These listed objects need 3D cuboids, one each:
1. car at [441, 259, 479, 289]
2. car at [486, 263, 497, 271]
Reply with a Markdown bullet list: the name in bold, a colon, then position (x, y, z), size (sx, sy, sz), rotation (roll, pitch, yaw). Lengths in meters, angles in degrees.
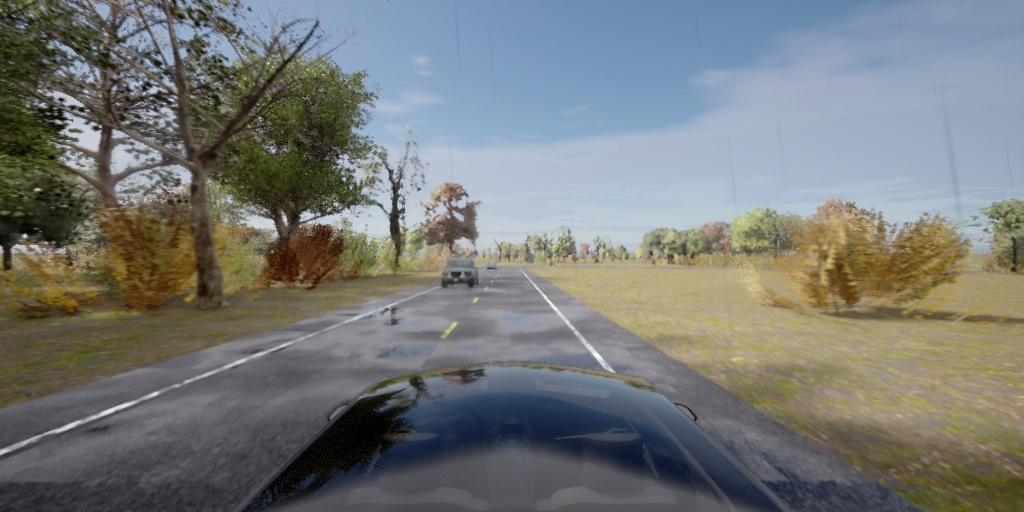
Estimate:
- **car**: position (-3.607, 1.202, 25.830), size (2.150, 2.045, 5.566), rotation (0, 0, 0)
- **car**: position (-3.517, 1.860, 62.634), size (2.033, 1.411, 5.357), rotation (0, 0, 0)
